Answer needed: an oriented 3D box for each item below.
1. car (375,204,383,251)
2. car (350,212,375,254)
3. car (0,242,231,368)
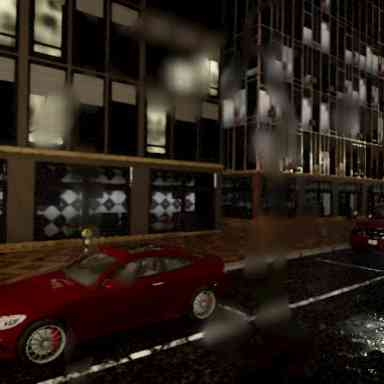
[{"bbox_3d":[7.244,1.205,8.570,5.566,2.045,2.150,0,0,-36],"label":"car"},{"bbox_3d":[7.880,1.294,12.189,5.009,1.841,2.192,0,1,-36],"label":"car"},{"bbox_3d":[-1.188,1.578,5.702,4.206,1.307,1.802,0,1,-36],"label":"car"}]
